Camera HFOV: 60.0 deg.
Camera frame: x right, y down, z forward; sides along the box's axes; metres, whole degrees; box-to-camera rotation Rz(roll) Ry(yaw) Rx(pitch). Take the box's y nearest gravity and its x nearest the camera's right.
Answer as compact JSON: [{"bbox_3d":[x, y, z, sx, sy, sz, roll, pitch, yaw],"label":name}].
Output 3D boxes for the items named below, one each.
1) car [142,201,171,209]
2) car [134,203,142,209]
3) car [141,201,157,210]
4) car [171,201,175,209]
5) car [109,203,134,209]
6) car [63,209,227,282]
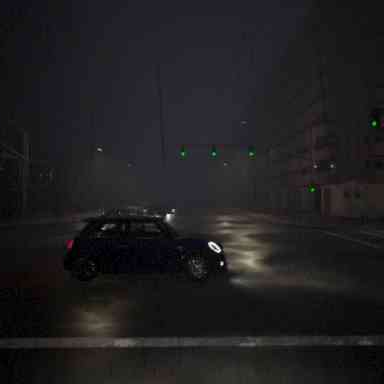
[{"bbox_3d":[-3.758,1.957,36.375,2.128,1.511,4.902,0,-1,0],"label":"car"},{"bbox_3d":[-7.283,2.065,42.018,1.812,1.442,4.674,0,-1,0],"label":"car"},{"bbox_3d":[-7.327,2.282,57.354,2.033,1.411,5.357,0,-1,0],"label":"car"},{"bbox_3d":[-3.798,2.185,45.642,1.895,1.301,4.718,0,-1,0],"label":"car"},{"bbox_3d":[-7.254,2.016,32.283,1.895,1.301,4.718,0,-1,0],"label":"car"},{"bbox_3d":[-1.267,1.509,9.855,4.553,1.767,2.097,0,-1,-1],"label":"car"}]
